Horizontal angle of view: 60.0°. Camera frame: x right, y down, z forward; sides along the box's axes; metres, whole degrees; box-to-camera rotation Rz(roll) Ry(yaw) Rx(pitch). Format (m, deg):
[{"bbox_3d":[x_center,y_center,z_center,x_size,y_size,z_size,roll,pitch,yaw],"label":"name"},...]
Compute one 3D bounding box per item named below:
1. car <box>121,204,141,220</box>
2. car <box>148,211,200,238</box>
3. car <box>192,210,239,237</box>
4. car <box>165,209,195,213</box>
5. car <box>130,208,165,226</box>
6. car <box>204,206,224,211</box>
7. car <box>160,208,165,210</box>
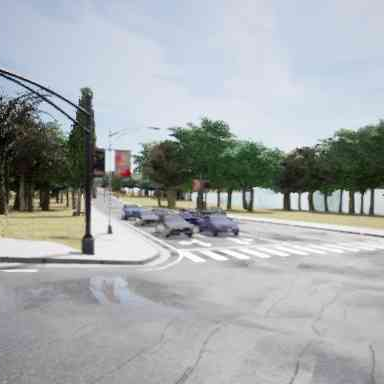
[{"bbox_3d":[-7.942,2.575,43.489,2.150,2.045,5.566,0,-2,-18],"label":"car"},{"bbox_3d":[-1.458,2.371,23.861,2.033,1.411,5.357,0,-1,-18],"label":"car"},{"bbox_3d":[1.788,2.348,24.392,1.812,1.442,4.674,0,-1,-18],"label":"car"},{"bbox_3d":[-0.993,2.635,32.809,1.895,1.301,4.718,0,-1,-18],"label":"car"},{"bbox_3d":[-4.609,2.614,33.398,2.033,1.411,5.357,0,-2,-18],"label":"car"},{"bbox_3d":[2.641,2.627,42.860,2.097,1.767,4.553,0,-2,-18],"label":"car"},{"bbox_3d":[-4.237,2.813,42.632,1.837,1.490,4.892,0,-2,-18],"label":"car"}]
